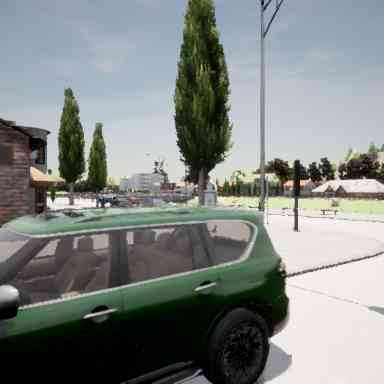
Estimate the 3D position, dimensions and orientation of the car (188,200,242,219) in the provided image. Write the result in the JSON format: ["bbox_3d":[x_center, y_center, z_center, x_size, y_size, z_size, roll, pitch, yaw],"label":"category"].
[{"bbox_3d":[1.955,1.548,30.733,2.033,1.411,5.357,0,0,-36],"label":"car"}]

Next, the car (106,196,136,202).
[{"bbox_3d":[-10.178,1.564,47.679,1.994,1.385,4.181,0,0,-35],"label":"car"}]

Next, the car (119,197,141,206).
[{"bbox_3d":[-10.282,1.526,54.965,1.812,1.442,4.674,0,0,-36],"label":"car"}]

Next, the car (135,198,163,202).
[{"bbox_3d":[-4.277,1.548,39.413,2.033,1.411,5.357,0,0,-36],"label":"car"}]

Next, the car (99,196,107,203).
[{"bbox_3d":[-16.851,1.478,64.110,1.882,1.535,5.008,0,0,-36],"label":"car"}]

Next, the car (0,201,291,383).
[{"bbox_3d":[-1.280,1.221,3.694,5.566,2.045,2.150,0,0,-36],"label":"car"}]
